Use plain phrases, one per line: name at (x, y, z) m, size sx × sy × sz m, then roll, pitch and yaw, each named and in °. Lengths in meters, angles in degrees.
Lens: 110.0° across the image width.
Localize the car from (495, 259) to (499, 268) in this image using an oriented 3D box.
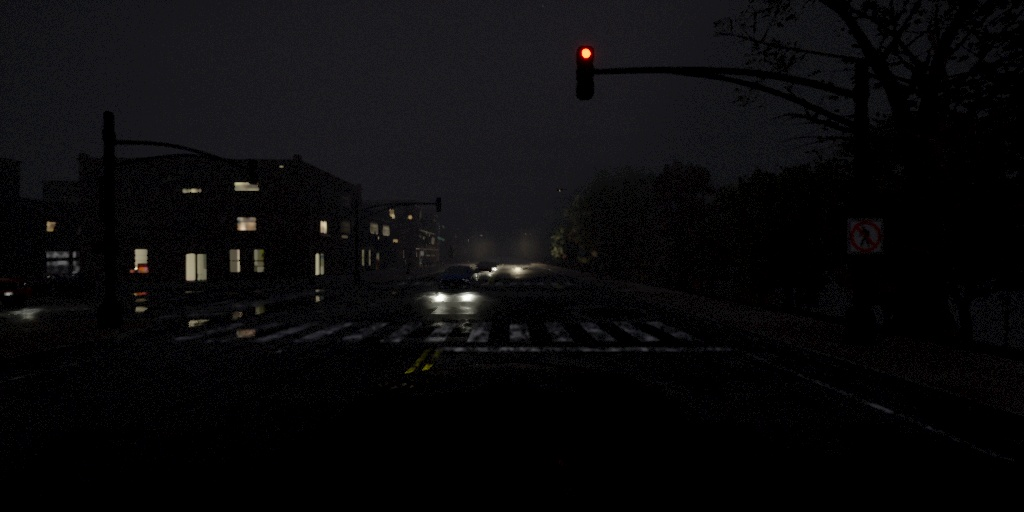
car at (-3.732, 1.533, 65.239) m, size 1.895 × 1.301 × 4.718 m, roll 0°, pitch 0°, yaw 0°

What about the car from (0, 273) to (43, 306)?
car at (-25.591, 1.402, 16.205) m, size 5.566 × 2.045 × 2.150 m, roll -1°, pitch 0°, yaw -2°

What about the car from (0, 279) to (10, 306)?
car at (-22.684, 1.722, 13.567) m, size 4.313 × 1.339 × 1.948 m, roll 0°, pitch 0°, yaw -2°

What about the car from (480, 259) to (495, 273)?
car at (-3.567, 1.399, 46.600) m, size 1.882 × 1.535 × 5.008 m, roll 0°, pitch 1°, yaw 0°

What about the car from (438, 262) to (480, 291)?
car at (-3.366, 1.338, 22.689) m, size 1.882 × 1.535 × 5.008 m, roll 0°, pitch 0°, yaw 0°

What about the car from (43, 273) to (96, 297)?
car at (-28.440, 1.733, 22.055) m, size 4.403 × 1.370 × 2.007 m, roll 0°, pitch 0°, yaw -2°
